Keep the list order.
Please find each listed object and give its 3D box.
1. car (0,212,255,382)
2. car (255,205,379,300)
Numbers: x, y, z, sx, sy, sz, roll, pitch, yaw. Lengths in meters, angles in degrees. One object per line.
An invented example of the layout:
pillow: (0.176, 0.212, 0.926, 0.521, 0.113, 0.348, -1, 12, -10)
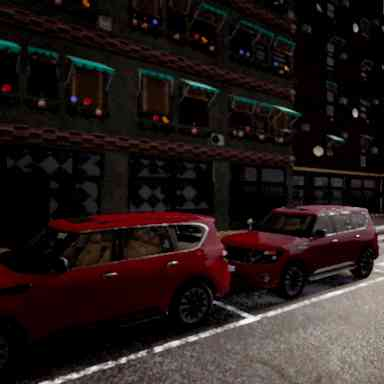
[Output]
car: (-1.605, 1.314, 5.408, 5.009, 1.841, 2.192, 0, 1, -36)
car: (2.889, 1.312, 8.618, 5.009, 1.841, 2.192, 0, 1, -36)
